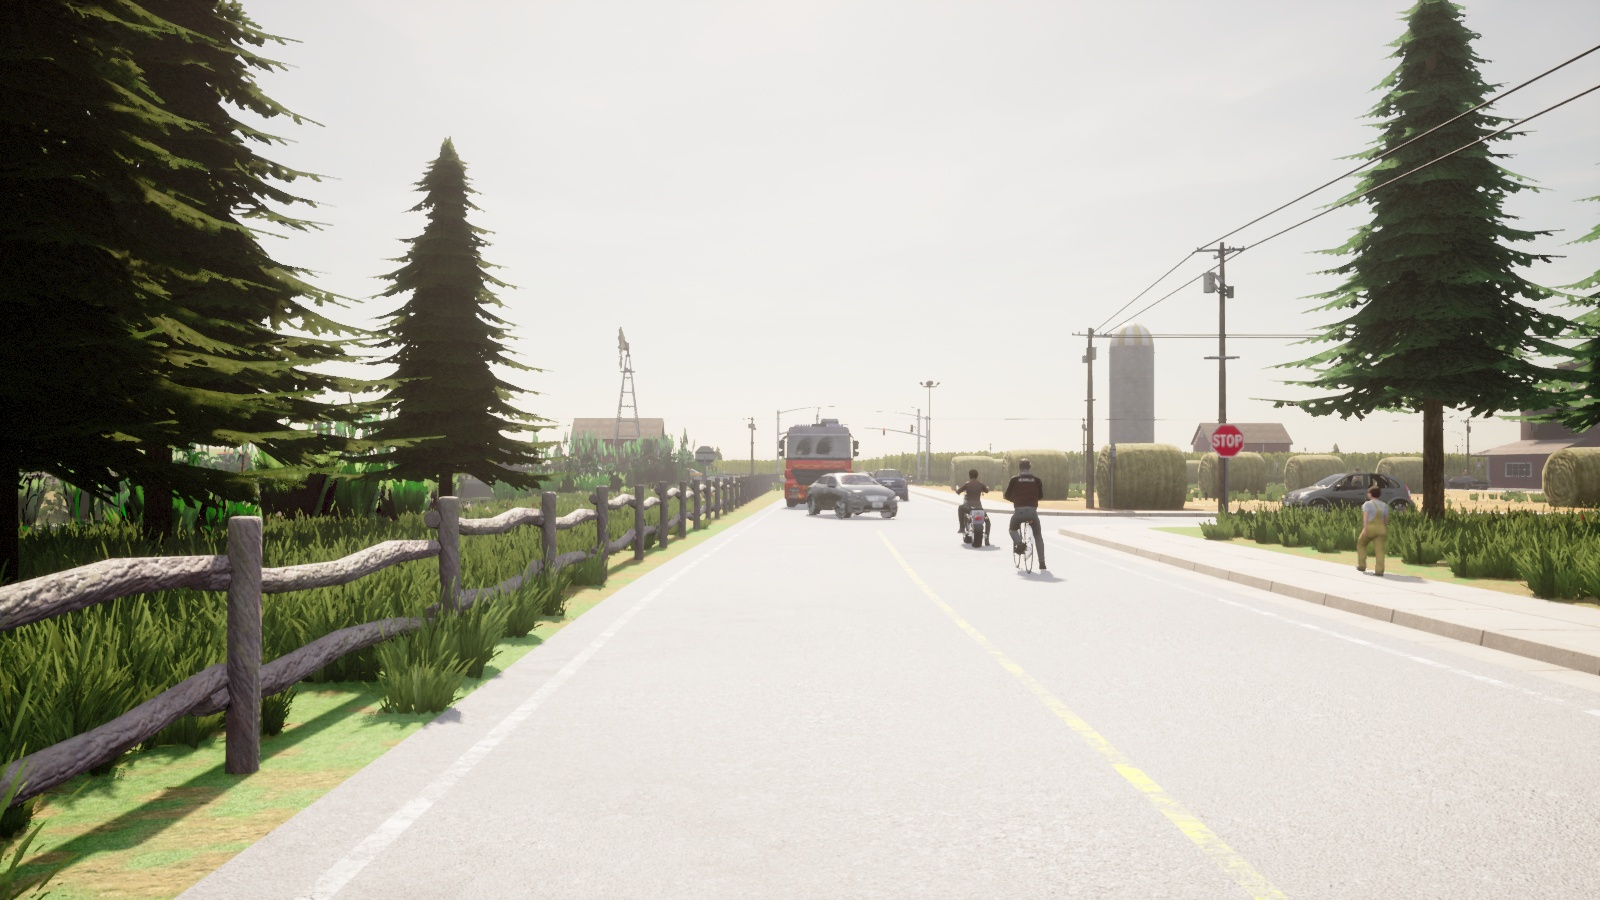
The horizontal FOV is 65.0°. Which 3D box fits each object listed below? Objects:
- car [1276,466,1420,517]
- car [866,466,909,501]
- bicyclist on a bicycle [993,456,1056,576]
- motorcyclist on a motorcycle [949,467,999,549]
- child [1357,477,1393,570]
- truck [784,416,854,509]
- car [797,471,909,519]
[{"bbox_3d":[18.218,1.368,41.865,3.988,1.617,1.851,0,-1,-1],"label":"car"},{"bbox_3d":[4.677,1.778,67.584,2.097,1.767,4.553,0,-1,1],"label":"car"},{"bbox_3d":[3.485,0.992,19.624,0.659,1.776,1.843,0,-1,1],"label":"bicyclist on a bicycle"},{"bbox_3d":[3.640,1.186,26.453,0.766,1.649,2.350,0,-1,1],"label":"motorcyclist on a motorcycle"},{"bbox_3d":[7.892,1.004,17.252,0.270,1.263,0.437,0,-1,-3],"label":"child"},{"bbox_3d":[0.879,0.576,56.003,2.891,3.827,8.468,0,-1,1],"label":"truck"},{"bbox_3d":[1.718,1.474,42.439,2.128,1.511,4.902,0,-1,-19],"label":"car"}]
